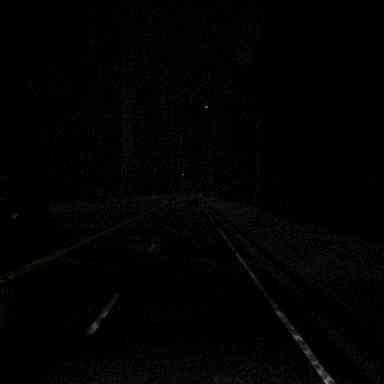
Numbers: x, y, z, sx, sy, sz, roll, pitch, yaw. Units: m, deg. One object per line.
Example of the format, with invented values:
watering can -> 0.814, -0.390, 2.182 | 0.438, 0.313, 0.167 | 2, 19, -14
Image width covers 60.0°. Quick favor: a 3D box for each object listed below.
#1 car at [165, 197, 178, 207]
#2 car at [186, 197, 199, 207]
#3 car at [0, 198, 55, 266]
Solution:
car -> -3.248, 1.540, 51.874 | 2.033, 1.411, 5.357 | 0, 0, 0
car -> 0.003, 1.470, 52.093 | 1.882, 1.535, 5.008 | 0, 0, 0
car -> -6.562, 1.222, 11.104 | 2.150, 2.045, 5.566 | 0, 0, 0
